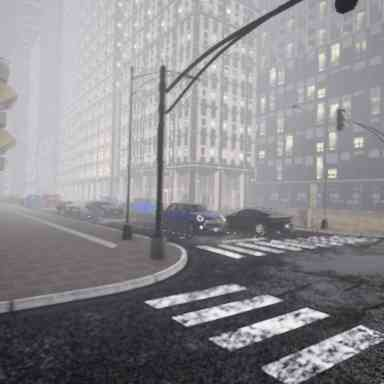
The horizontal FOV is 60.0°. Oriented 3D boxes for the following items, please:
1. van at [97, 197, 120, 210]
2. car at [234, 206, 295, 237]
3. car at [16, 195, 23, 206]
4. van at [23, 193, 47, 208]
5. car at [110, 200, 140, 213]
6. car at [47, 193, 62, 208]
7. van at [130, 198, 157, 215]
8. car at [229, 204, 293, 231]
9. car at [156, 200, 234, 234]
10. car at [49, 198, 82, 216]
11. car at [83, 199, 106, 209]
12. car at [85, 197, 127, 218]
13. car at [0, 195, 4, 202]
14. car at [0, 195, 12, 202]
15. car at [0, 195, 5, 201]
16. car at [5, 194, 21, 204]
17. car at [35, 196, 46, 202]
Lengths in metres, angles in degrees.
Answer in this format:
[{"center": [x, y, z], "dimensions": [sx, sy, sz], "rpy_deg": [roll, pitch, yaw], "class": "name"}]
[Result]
[{"center": [-11.650, 1.571, 46.213], "dimensions": [1.690, 1.788, 3.998], "rpy_deg": [2, -1, -35], "class": "van"}, {"center": [3.619, 1.662, 19.568], "dimensions": [1.882, 1.535, 5.008], "rpy_deg": [1, -1, -35], "class": "car"}, {"center": [-25.028, 1.537, 50.569], "dimensions": [1.802, 1.307, 4.206], "rpy_deg": [2, -1, -35], "class": "car"}, {"center": [-21.751, 1.302, 45.967], "dimensions": [1.690, 1.788, 3.998], "rpy_deg": [2, -1, -35], "class": "van"}, {"center": [-8.386, 1.787, 41.603], "dimensions": [2.008, 1.369, 4.403], "rpy_deg": [2, -1, -35], "class": "car"}, {"center": [-20.545, 1.250, 48.918], "dimensions": [2.150, 2.045, 5.566], "rpy_deg": [2, -1, -35], "class": "car"}, {"center": [-5.109, 1.584, 37.002], "dimensions": [1.690, 1.788, 3.998], "rpy_deg": [2, -1, -35], "class": "van"}, {"center": [4.701, 1.707, 23.184], "dimensions": [1.967, 1.590, 4.097], "rpy_deg": [2, -1, -35], "class": "car"}, {"center": [0.038, 1.436, 19.695], "dimensions": [2.097, 1.767, 4.553], "rpy_deg": [2, -1, -34], "class": "car"}, {"center": [-11.944, 1.531, 32.148], "dimensions": [2.008, 1.369, 4.403], "rpy_deg": [2, -1, -35], "class": "car"}, {"center": [-14.928, 1.790, 50.814], "dimensions": [1.947, 1.339, 4.313], "rpy_deg": [2, -1, -35], "class": "car"}, {"center": [-8.128, 1.543, 31.252], "dimensions": [1.882, 1.535, 5.008], "rpy_deg": [2, -1, -35], "class": "car"}, {"center": [-38.110, 1.503, 68.990], "dimensions": [1.947, 1.339, 4.313], "rpy_deg": [2, -1, -35], "class": "car"}, {"center": [-41.380, 1.484, 73.596], "dimensions": [2.008, 1.369, 4.403], "rpy_deg": [2, -1, -35], "class": "car"}, {"center": [-47.826, 1.472, 82.670], "dimensions": [1.752, 1.417, 4.829], "rpy_deg": [2, -1, -35], "class": "car"}, {"center": [-31.562, 1.260, 59.784], "dimensions": [2.192, 1.841, 5.009], "rpy_deg": [2, -1, -35], "class": "car"}, {"center": [-37.824, 1.775, 83.050], "dimensions": [1.802, 1.307, 4.206], "rpy_deg": [2, -1, -35], "class": "car"}]
